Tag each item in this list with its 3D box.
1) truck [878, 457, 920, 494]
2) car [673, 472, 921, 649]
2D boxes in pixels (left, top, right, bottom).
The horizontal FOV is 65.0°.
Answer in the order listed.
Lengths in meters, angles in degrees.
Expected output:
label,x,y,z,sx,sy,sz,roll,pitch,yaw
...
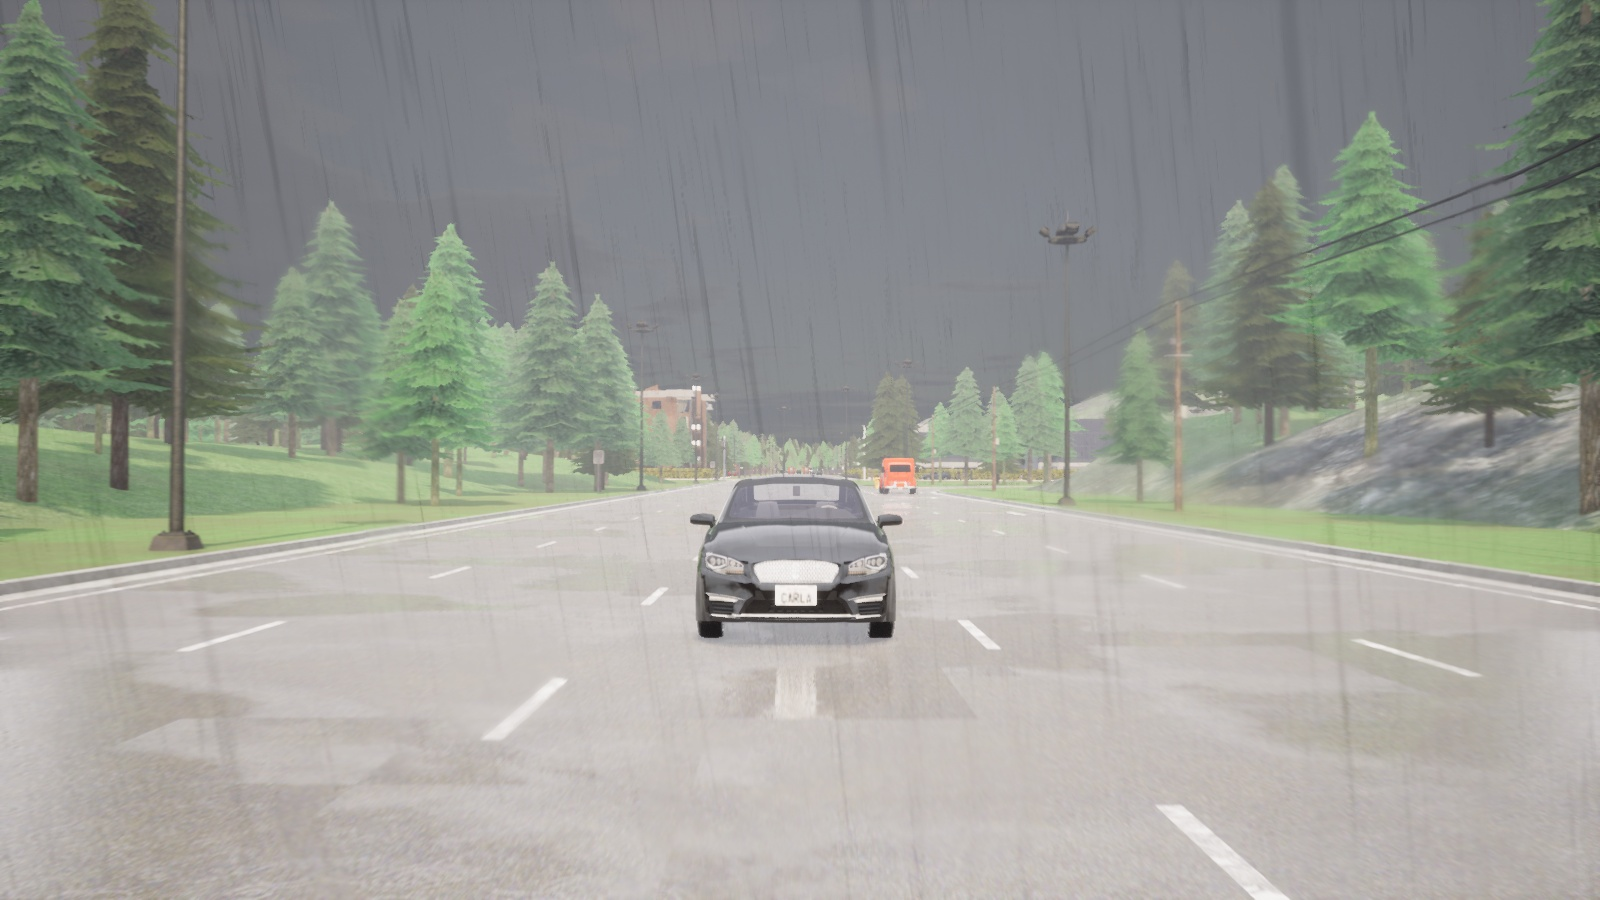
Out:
label,x,y,z,sx,sy,sz,roll,pitch,yaw
truck,6.812,1.757,86.941,2.627,2.467,5.204,0,-1,1
car,-0.032,0.992,13.260,2.128,1.511,4.902,0,-1,0
